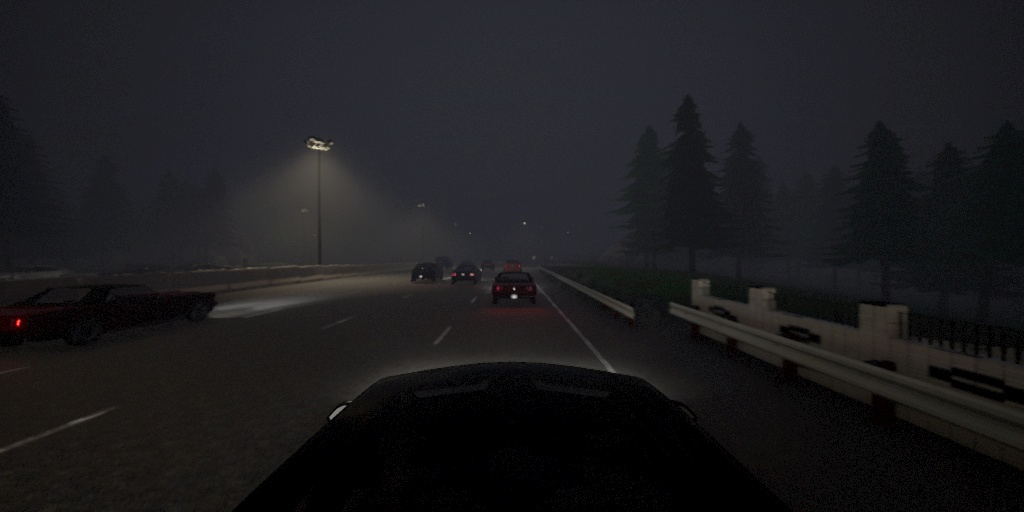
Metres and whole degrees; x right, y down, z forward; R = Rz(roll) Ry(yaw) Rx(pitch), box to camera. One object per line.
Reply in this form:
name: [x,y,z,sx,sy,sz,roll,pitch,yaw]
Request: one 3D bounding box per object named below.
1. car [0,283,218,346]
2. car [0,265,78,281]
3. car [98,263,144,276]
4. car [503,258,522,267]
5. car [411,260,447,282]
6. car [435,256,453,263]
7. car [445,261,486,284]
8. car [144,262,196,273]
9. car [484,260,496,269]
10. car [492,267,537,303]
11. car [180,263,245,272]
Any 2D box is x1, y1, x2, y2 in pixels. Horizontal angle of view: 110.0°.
car: [-10.403,1.362,9.385,1.895,1.301,4.718,0,0,0]
car: [-31.595,1.303,23.390,1.812,1.442,4.674,0,0,0]
car: [-28.098,1.261,27.191,1.882,1.535,5.008,0,0,0]
car: [0.054,1.158,42.425,2.097,1.767,4.553,0,0,0]
car: [-6.915,1.294,29.590,1.837,1.490,4.892,0,0,0]
car: [-10.491,1.045,55.222,2.150,2.045,5.566,0,0,0]
car: [-3.413,1.334,27.441,2.033,1.411,5.357,0,0,0]
car: [-24.600,1.290,27.474,1.837,1.490,4.892,0,0,0]
car: [-3.480,1.323,52.535,1.837,1.490,4.892,0,0,0]
car: [0.092,1.373,16.875,1.895,1.301,4.718,0,0,0]
car: [-21.103,1.384,26.326,1.895,1.301,4.718,0,0,0]
